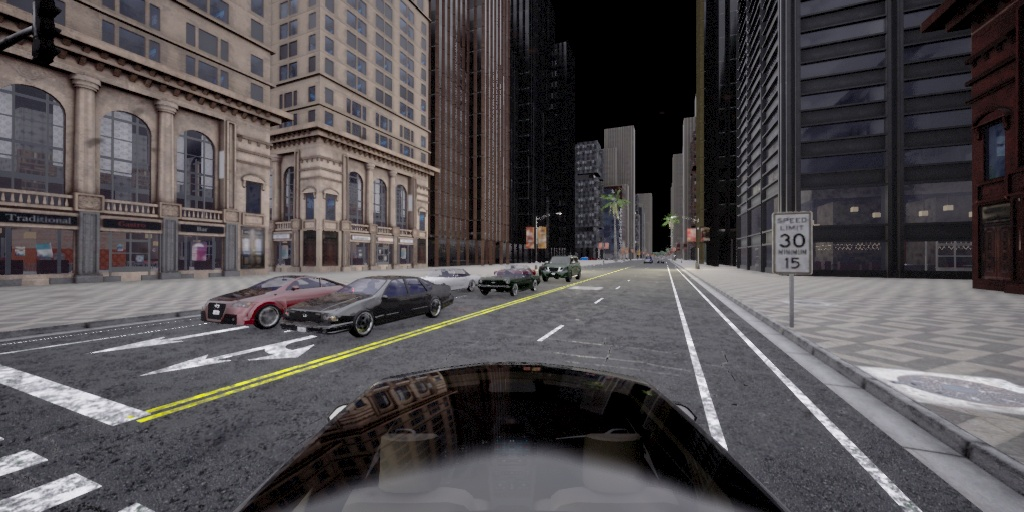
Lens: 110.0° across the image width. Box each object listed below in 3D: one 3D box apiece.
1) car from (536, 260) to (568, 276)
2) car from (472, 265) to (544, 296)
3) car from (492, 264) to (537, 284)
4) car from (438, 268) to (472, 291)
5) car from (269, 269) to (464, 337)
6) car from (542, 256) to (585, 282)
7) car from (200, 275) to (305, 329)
[{"bbox_3d":[4.319,1.251,37.935,1.882,1.535,5.008,0,0,24],"label":"car"},{"bbox_3d":[-0.040,1.358,19.519,1.895,1.301,4.718,0,0,23],"label":"car"},{"bbox_3d":[0.282,1.364,28.561,1.895,1.301,4.718,0,0,23],"label":"car"},{"bbox_3d":[-3.626,1.357,19.398,1.895,1.301,4.718,0,0,23],"label":"car"},{"bbox_3d":[-3.800,1.299,10.698,2.033,1.411,5.357,0,0,23],"label":"car"},{"bbox_3d":[4.158,0.987,29.357,2.150,2.045,5.566,0,0,23],"label":"car"},{"bbox_3d":[-7.057,1.316,11.337,1.994,1.385,4.181,0,0,23],"label":"car"}]
